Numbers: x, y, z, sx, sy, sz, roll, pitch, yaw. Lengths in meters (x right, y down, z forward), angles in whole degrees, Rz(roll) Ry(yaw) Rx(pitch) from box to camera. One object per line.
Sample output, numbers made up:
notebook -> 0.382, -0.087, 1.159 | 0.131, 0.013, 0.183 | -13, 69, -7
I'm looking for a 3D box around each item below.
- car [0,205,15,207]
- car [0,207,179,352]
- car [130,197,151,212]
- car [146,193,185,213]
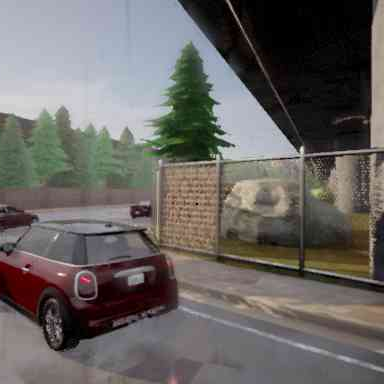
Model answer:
car -> -10.174, 1.400, 17.785 | 1.812, 1.442, 4.674 | 0, 0, 6
car -> -2.395, 1.321, 6.471 | 4.553, 1.767, 2.097 | 1, 0, 43
car -> -3.235, 1.406, 27.414 | 1.882, 1.535, 5.008 | 1, 0, 21
car -> -2.913, 1.136, 37.954 | 2.150, 2.045, 5.566 | 1, 0, 21
